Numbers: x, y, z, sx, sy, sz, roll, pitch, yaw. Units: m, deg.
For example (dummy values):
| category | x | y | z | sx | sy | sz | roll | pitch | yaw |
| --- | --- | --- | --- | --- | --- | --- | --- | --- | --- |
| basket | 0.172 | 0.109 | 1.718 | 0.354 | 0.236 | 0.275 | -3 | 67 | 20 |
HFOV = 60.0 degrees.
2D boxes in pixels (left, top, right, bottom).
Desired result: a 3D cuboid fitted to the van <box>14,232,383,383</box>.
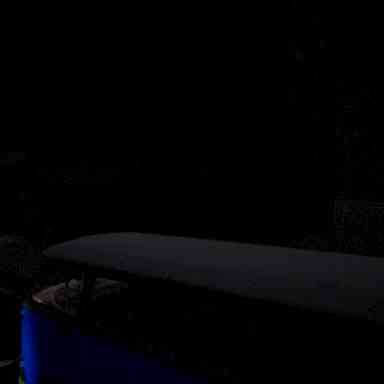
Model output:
| category | x | y | z | sx | sy | sz | roll | pitch | yaw |
| --- | --- | --- | --- | --- | --- | --- | --- | --- | --- |
| van | 0.128 | 1.338 | 2.856 | 3.998 | 1.788 | 1.690 | 0 | 1 | 35 |
